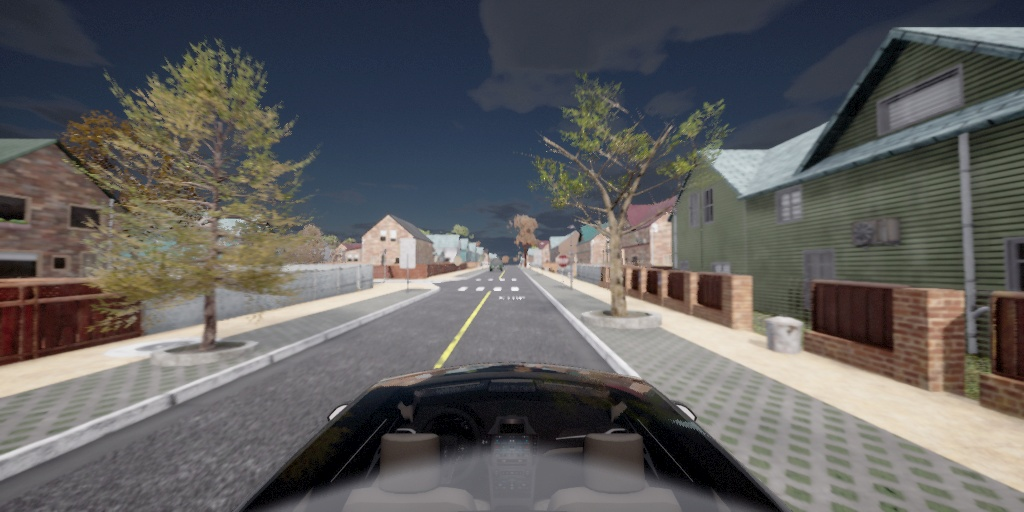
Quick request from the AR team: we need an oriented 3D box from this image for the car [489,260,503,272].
[{"bbox_3d":[-2.745,1.647,62.175,2.150,2.045,5.566,0,0,0],"label":"car"}]
